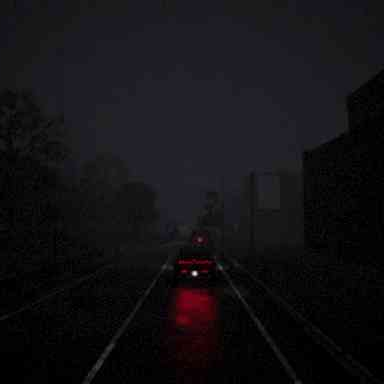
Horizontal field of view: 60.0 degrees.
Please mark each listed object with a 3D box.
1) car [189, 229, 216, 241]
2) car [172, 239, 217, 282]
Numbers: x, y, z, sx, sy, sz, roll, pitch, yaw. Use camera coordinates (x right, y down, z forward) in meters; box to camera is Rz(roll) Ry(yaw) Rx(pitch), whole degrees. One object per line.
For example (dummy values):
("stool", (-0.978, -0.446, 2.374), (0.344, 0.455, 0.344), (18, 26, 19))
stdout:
("car", (1.019, 4.613, 32.100), (2.150, 2.045, 5.566), (-1, -6, 7))
("car", (0.117, 3.248, 15.767), (1.837, 1.490, 4.892), (0, -6, 0))
